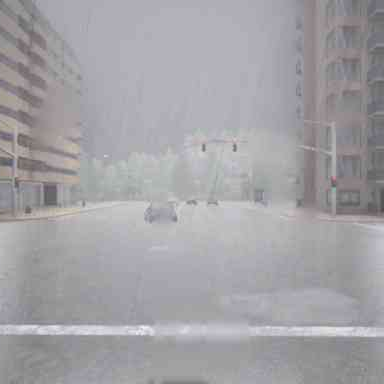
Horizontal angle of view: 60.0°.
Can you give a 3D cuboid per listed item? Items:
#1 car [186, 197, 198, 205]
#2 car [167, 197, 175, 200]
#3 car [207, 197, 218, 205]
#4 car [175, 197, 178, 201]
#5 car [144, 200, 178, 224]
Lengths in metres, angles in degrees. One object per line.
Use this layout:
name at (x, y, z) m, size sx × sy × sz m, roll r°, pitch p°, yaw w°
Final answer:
car at (-0.015, 1.628, 60.134) m, size 1.812 × 1.442 × 4.674 m, roll 0°, pitch 0°, yaw 0°
car at (-3.601, 1.635, 41.435) m, size 1.994 × 1.385 × 4.181 m, roll 0°, pitch 0°, yaw 0°
car at (3.619, 1.648, 59.493) m, size 2.033 × 1.411 × 5.357 m, roll 0°, pitch 0°, yaw 2°
car at (-3.521, 1.581, 59.884) m, size 1.882 × 1.535 × 5.008 m, roll 0°, pitch 0°, yaw 0°
car at (-2.499, 1.568, 25.152) m, size 1.812 × 1.442 × 4.674 m, roll 0°, pitch 0°, yaw -16°
